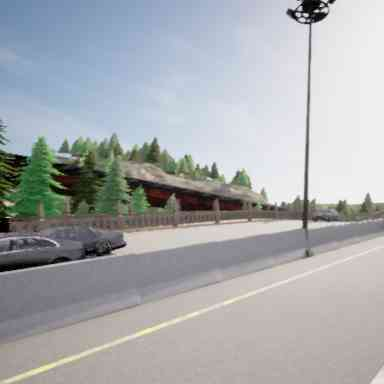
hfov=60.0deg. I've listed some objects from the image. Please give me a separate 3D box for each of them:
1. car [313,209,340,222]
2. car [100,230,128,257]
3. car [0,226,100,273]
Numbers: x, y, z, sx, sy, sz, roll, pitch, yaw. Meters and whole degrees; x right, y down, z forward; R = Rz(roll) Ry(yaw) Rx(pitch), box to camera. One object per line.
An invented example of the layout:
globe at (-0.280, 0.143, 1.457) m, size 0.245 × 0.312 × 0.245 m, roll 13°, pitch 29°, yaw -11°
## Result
car at (17.357, 2.970, 42.881) m, size 2.097 × 1.767 × 4.553 m, roll -3°, pitch -5°, yaw 43°
car at (-5.344, 2.145, 14.040) m, size 2.033 × 1.411 × 5.357 m, roll -3°, pitch -3°, yaw 43°
car at (-5.313, 1.898, 8.996) m, size 2.128 × 1.511 × 4.902 m, roll -3°, pitch -3°, yaw 43°
